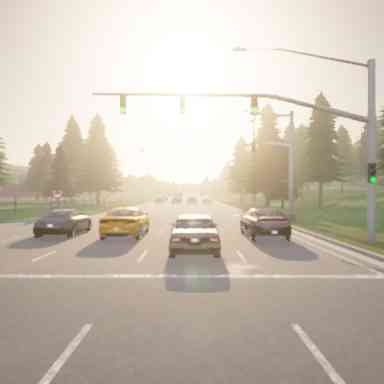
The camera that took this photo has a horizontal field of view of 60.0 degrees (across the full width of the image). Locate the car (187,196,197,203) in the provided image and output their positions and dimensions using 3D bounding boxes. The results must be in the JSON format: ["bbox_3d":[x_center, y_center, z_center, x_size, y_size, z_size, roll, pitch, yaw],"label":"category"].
[{"bbox_3d":[-0.012,1.557,73.595,2.097,1.767,4.553,0,0,0],"label":"car"}]

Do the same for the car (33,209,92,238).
[{"bbox_3d":[-6.905,1.616,18.200,1.994,1.385,4.181,0,0,0],"label":"car"}]

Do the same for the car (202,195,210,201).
[{"bbox_3d":[3.487,1.596,83.662,1.812,1.442,4.674,0,0,0],"label":"car"}]

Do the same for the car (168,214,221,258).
[{"bbox_3d":[0.094,1.585,12.977,2.033,1.411,5.357,0,0,0],"label":"car"}]

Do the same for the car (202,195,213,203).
[{"bbox_3d":[3.488,1.727,73.659,1.812,1.442,4.674,0,0,0],"label":"car"}]

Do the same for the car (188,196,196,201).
[{"bbox_3d":[-0.013,1.624,83.662,1.994,1.385,4.181,0,0,0],"label":"car"}]

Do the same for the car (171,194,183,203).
[{"bbox_3d":[-3.512,1.679,73.241,1.882,1.535,5.008,0,0,0],"label":"car"}]

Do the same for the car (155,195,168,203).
[{"bbox_3d":[-7.012,1.701,73.240,1.837,1.490,4.892,0,0,0],"label":"car"}]

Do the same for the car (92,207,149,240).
[{"bbox_3d":[-3.405,1.528,17.390,1.882,1.535,5.008,0,0,0],"label":"car"}]

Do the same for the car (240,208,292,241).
[{"bbox_3d":[3.594,1.540,16.853,2.128,1.511,4.902,0,0,0],"label":"car"}]
